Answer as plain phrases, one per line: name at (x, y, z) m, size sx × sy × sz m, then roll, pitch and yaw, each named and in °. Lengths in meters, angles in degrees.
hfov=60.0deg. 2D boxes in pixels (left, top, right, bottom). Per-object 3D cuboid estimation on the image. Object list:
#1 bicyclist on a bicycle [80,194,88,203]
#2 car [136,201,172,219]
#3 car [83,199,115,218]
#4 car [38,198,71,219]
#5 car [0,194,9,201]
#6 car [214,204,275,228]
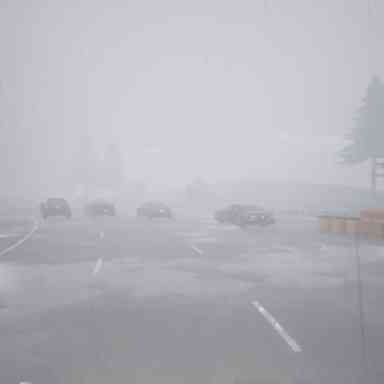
bicyclist on a bicycle at (-19.111, 1.123, 59.234) m, size 0.582 × 1.620 × 1.656 m, roll 1°, pitch -20°, yaw 36°
car at (-3.233, 1.463, 27.655) m, size 1.994 × 1.385 × 4.181 m, roll 0°, pitch 0°, yaw -26°
car at (-8.238, 1.374, 29.267) m, size 1.882 × 1.535 × 5.008 m, roll 0°, pitch 0°, yaw -29°
car at (-11.763, 1.256, 28.340) m, size 2.097 × 1.767 × 4.553 m, roll 0°, pitch 0°, yaw -29°
car at (-38.375, 1.140, 66.404) m, size 4.181 × 1.385 × 1.994 m, roll 0°, pitch 0°, yaw 35°
car at (3.226, 1.467, 21.455) m, size 2.033 × 1.411 × 5.357 m, roll 0°, pitch 0°, yaw -19°
